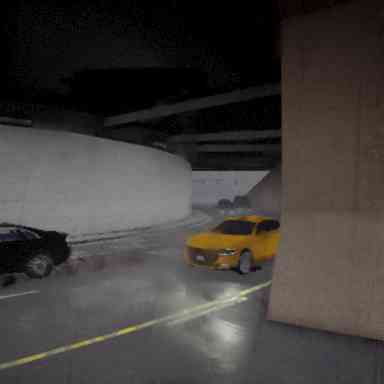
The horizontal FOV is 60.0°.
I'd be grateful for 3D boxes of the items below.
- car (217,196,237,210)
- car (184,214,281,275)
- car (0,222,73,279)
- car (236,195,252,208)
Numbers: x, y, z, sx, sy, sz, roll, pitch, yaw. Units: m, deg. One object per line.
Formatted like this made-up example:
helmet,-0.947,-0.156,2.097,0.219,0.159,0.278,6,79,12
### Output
car,5.017,1.798,50.188,1.882,1.535,5.008,0,-1,-4
car,1.780,1.547,11.061,1.882,1.535,5.008,0,0,38
car,-5.687,1.581,8.661,4.902,1.511,2.128,0,0,-39
car,8.220,1.560,54.739,2.150,2.045,5.566,0,-1,-4
